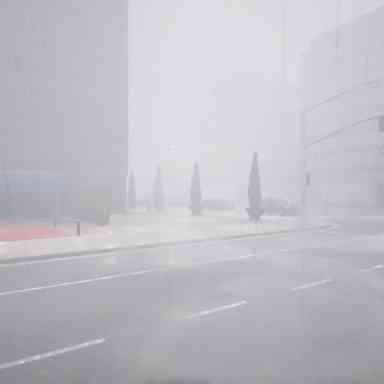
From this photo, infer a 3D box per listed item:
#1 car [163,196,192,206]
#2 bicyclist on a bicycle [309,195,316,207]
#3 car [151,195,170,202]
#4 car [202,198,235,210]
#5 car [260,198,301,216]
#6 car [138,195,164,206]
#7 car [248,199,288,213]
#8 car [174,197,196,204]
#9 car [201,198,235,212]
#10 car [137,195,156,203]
[{"bbox_3d":[-2.179,1.601,53.302,1.895,1.301,4.718,0,0,-35],"label":"car"},{"bbox_3d":[16.964,1.301,46.732,1.656,1.620,0.582,0,0,-35],"label":"bicyclist on a bicycle"},{"bbox_3d":[-6.801,1.384,72.375,1.882,1.535,5.008,0,0,-35],"label":"car"},{"bbox_3d":[3.539,1.526,45.059,1.812,1.442,4.674,0,0,-35],"label":"car"},{"bbox_3d":[8.219,1.352,32.185,2.097,1.767,4.553,0,0,-35],"label":"car"},{"bbox_3d":[-7.117,1.548,54.296,2.033,1.411,5.357,0,0,-35],"label":"car"},{"bbox_3d":[8.535,1.564,37.866,1.994,1.385,4.181,0,0,-35],"label":"car"},{"bbox_3d":[-1.424,1.601,64.736,1.895,1.301,4.718,0,0,-34],"label":"car"},{"bbox_3d":[3.026,1.491,39.661,2.128,1.511,4.902,0,0,-35],"label":"car"},{"bbox_3d":[-9.676,1.384,70.378,1.882,1.535,5.008,0,0,-35],"label":"car"}]
